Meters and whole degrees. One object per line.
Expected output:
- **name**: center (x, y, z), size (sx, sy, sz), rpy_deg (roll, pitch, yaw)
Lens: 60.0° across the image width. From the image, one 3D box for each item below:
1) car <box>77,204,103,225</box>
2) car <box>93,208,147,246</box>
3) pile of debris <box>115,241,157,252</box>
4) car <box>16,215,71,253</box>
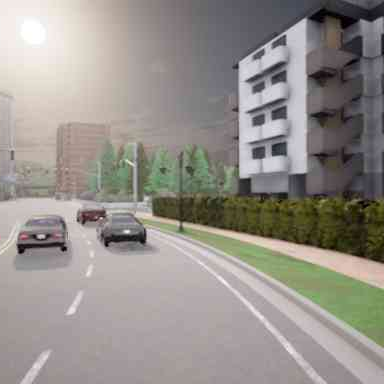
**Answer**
- **car**: center (-8.184, 1.750, 27.058), size (1.882, 1.535, 5.008), rpy_deg (0, -1, -25)
- **car**: center (-3.555, 1.723, 16.410), size (1.994, 1.385, 4.181), rpy_deg (0, -1, -21)
- **pile of debris**: center (-2.448, 2.314, 14.192), size (1.500, 0.140, 1.860), rpy_deg (0, -1, -18)
- **car**: center (-6.383, 1.701, 14.557), size (2.033, 1.411, 5.357), rpy_deg (0, -1, -20)
